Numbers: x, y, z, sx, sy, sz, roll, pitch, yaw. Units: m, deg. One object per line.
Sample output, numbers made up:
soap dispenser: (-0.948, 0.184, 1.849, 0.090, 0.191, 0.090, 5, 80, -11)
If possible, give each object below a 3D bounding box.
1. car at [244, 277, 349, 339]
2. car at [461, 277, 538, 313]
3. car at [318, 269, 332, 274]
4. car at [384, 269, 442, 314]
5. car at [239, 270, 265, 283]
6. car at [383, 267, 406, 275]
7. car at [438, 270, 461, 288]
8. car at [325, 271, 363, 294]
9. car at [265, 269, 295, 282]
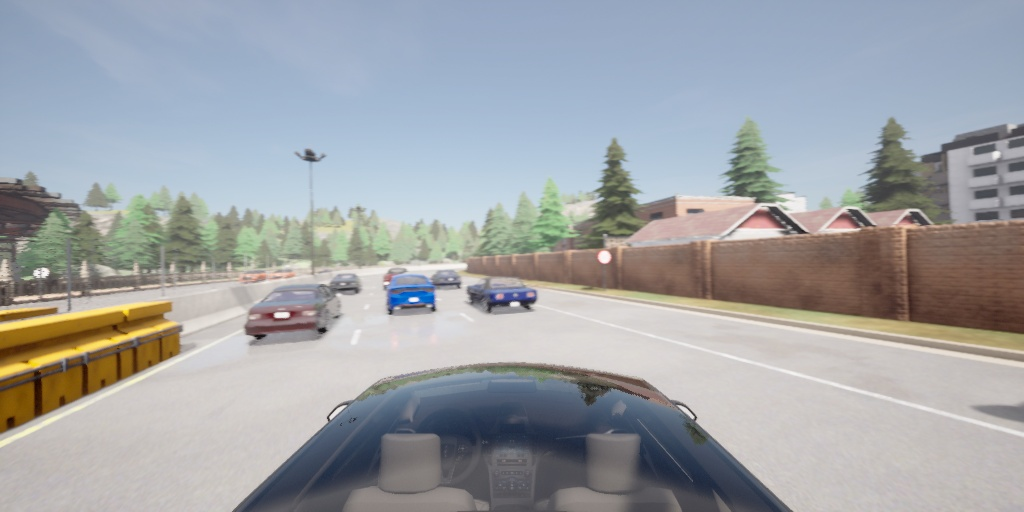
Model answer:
car: (-6.705, 1.605, 11.504, 2.033, 1.411, 5.357, -1, -1, -20)
car: (-0.624, 1.538, 15.312, 1.895, 1.301, 4.718, -1, -1, -19)
car: (-28.846, 2.786, 56.017, 1.994, 1.385, 4.181, -1, -1, -10)
car: (-4.507, 1.527, 15.794, 1.882, 1.535, 5.008, -1, 0, -19)
car: (-34.043, 2.610, 47.371, 2.097, 1.767, 4.553, -1, -1, -15)
car: (-9.171, 1.691, 28.739, 2.097, 1.767, 4.553, -1, -1, -19)
car: (-5.183, 1.768, 27.949, 2.033, 1.411, 5.357, -1, -1, -19)
car: (-11.767, 1.920, 25.577, 2.033, 1.411, 5.357, -1, -1, -19)
car: (-30.545, 2.520, 47.840, 2.097, 1.767, 4.553, -1, -1, -15)
